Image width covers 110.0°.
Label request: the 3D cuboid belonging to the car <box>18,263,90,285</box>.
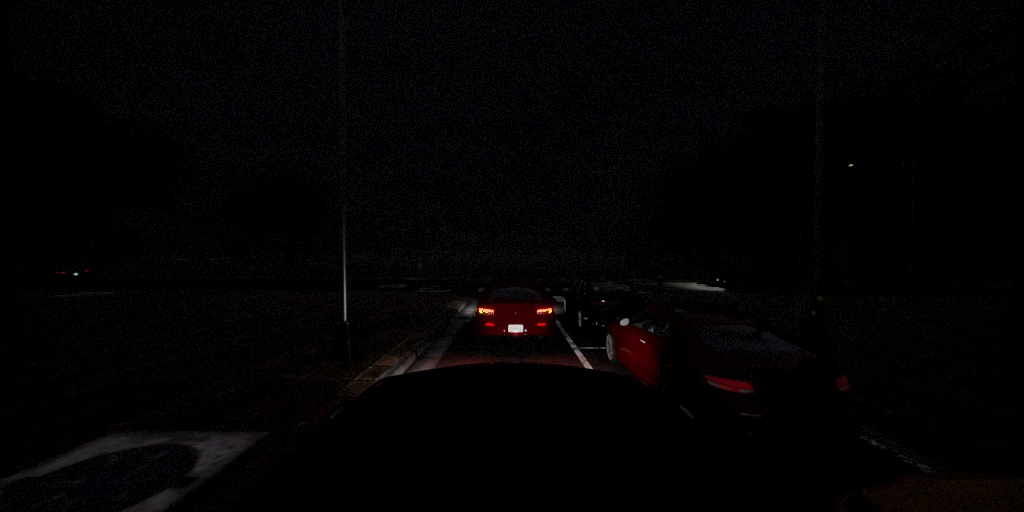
[{"bbox_3d":[-31.196,1.196,23.998,4.181,1.385,1.994,0,1,0],"label":"car"}]

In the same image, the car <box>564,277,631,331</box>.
[{"bbox_3d":[2.620,1.296,10.795,2.007,1.370,4.403,0,0,0],"label":"car"}]

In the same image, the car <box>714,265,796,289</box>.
[{"bbox_3d":[16.260,1.381,24.116,4.892,1.490,1.837,1,1,0],"label":"car"}]

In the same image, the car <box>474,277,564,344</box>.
[{"bbox_3d":[0.064,1.272,9.421,1.812,1.442,4.674,0,0,0],"label":"car"}]

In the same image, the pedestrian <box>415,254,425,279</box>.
[{"bbox_3d":[-6.929,0.752,26.957,0.375,1.860,0.375,0,1,0],"label":"pedestrian"}]

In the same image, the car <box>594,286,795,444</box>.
[{"bbox_3d":[2.630,1.330,5.263,1.802,1.307,4.207,0,0,0],"label":"car"}]
